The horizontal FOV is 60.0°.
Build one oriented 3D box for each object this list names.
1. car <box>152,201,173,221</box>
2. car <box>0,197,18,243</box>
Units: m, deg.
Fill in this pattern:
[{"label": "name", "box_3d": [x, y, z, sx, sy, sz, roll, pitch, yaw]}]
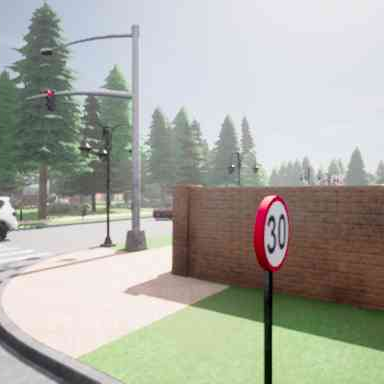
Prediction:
[{"label": "car", "box_3d": [-1.189, 1.461, 27.394, 1.882, 1.535, 5.008, 0, 0, 35]}, {"label": "car", "box_3d": [-10.031, 1.211, 13.549, 2.150, 2.045, 5.566, 0, 0, 27]}]
